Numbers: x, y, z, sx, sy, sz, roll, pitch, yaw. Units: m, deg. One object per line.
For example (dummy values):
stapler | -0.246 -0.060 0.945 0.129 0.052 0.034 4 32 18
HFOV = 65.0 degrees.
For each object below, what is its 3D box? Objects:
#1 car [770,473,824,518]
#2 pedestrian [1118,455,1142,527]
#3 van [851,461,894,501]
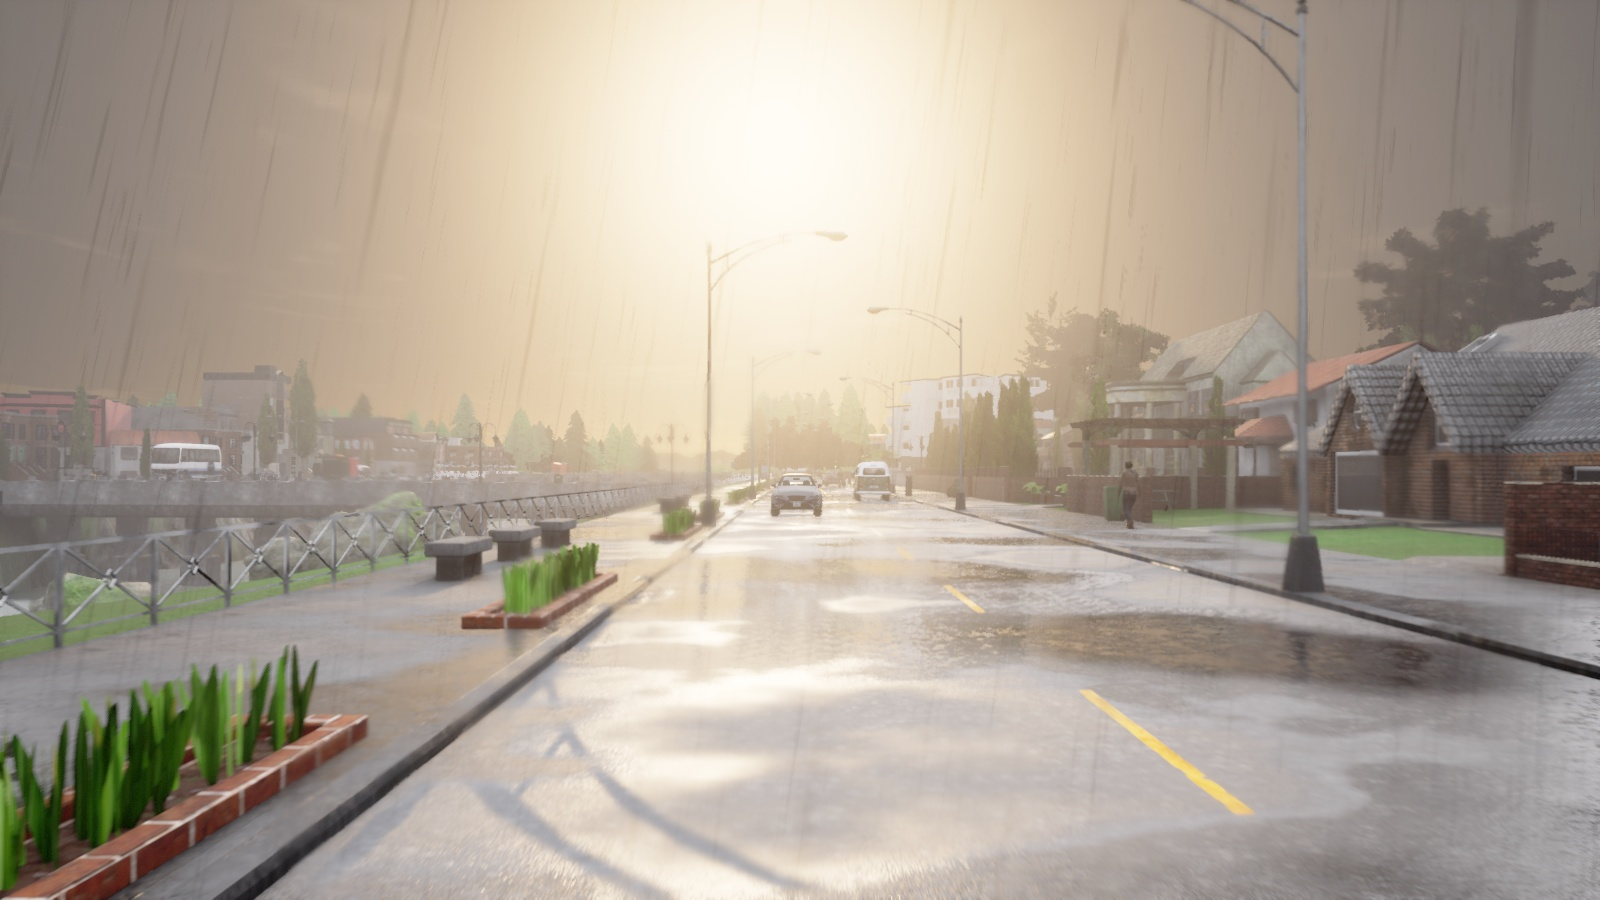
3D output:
car | -0.104 1.568 44.157 1.816 1.474 4.193 0 -1 0
pedestrian | 8.405 1.027 31.997 0.328 1.805 0.869 0 -1 -3
van | 3.841 1.648 67.204 2.069 2.038 4.480 0 -1 0
